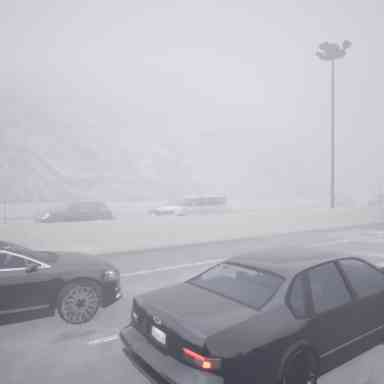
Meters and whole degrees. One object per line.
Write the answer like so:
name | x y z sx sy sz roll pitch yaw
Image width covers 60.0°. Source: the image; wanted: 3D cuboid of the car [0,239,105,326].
car | -3.601 1.492 5.477 4.902 1.511 2.128 0 0 -35

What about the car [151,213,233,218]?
car | 0.142 1.222 21.287 5.566 2.045 2.150 0 0 -35

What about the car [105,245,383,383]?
car | 1.693 1.548 4.952 5.357 1.411 2.033 0 0 -36

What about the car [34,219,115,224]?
car | -7.133 1.353 20.398 4.553 1.767 2.097 0 0 -35
